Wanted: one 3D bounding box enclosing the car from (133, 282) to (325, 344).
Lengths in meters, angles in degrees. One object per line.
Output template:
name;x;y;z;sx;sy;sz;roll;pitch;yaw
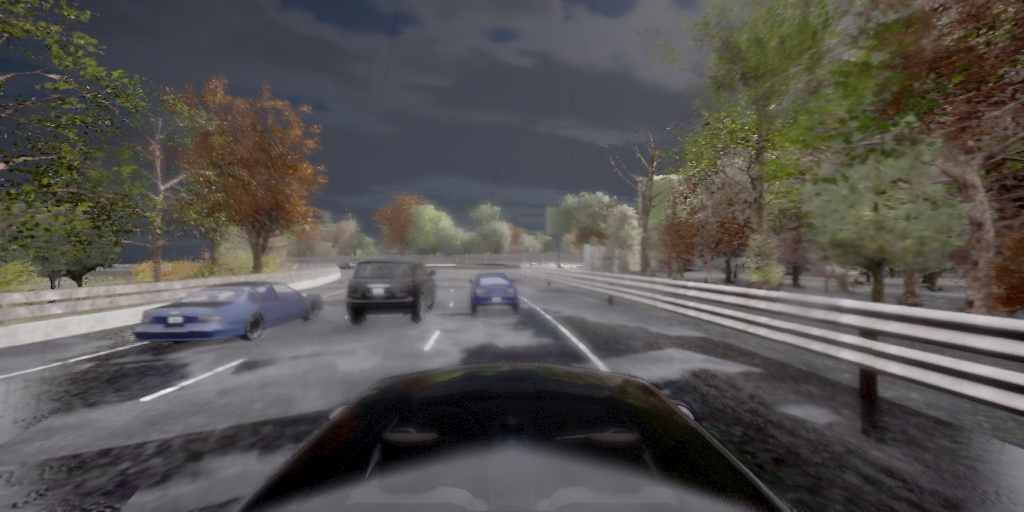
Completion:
car;-7.323;1.430;10.125;2.033;1.411;5.357;0;-1;-4

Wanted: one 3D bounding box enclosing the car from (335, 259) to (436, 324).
car;-4.058;1.114;12.872;2.150;2.045;5.566;0;0;-6

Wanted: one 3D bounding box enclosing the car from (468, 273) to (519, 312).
car;-0.832;1.420;15.096;1.812;1.442;4.674;0;-1;-7
